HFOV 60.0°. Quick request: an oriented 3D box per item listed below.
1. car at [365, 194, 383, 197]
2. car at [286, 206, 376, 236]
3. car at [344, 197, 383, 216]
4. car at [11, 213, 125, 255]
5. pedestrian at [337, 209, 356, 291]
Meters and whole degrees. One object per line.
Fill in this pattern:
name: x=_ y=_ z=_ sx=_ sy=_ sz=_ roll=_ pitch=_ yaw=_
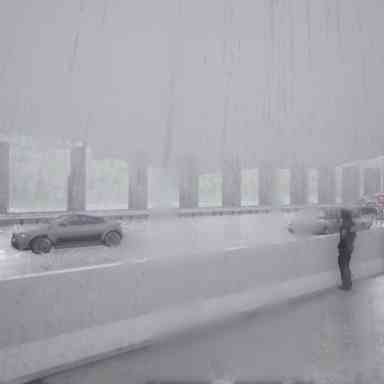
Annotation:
car: x=20.936 y=1.222 z=37.980 sx=5.566 sy=2.045 sz=2.150 roll=0 pitch=0 yaw=-31
car: x=7.029 y=1.600 z=17.002 sx=4.718 sy=1.301 sz=1.895 roll=0 pitch=0 yaw=-33
car: x=15.601 y=1.491 z=30.655 sx=4.902 sy=1.511 sz=2.128 roll=0 pitch=0 yaw=-31
car: x=-4.861 y=1.564 z=13.321 sx=4.181 sy=1.385 sz=1.994 roll=0 pitch=0 yaw=-34
pedestrian: x=3.523 y=1.294 z=7.606 sx=0.375 sy=1.860 sz=0.375 roll=0 pitch=0 yaw=-33
